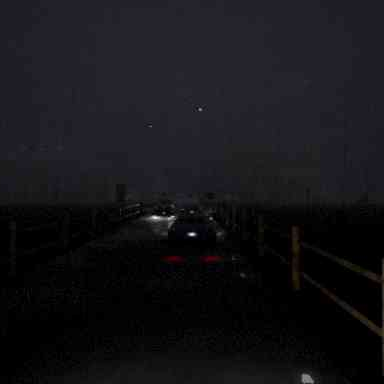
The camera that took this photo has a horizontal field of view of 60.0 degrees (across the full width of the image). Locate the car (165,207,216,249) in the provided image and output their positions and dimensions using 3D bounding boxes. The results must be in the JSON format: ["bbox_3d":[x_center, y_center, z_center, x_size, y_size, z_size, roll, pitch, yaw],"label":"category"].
[{"bbox_3d":[0.000,1.591,14.663,1.994,1.385,4.181,0,0,0],"label":"car"}]

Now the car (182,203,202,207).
[{"bbox_3d":[0.000,1.636,29.676,1.994,1.385,4.181,0,0,0],"label":"car"}]

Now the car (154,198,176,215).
[{"bbox_3d":[-2.750,1.486,34.712,2.097,1.767,4.553,0,0,0],"label":"car"}]
